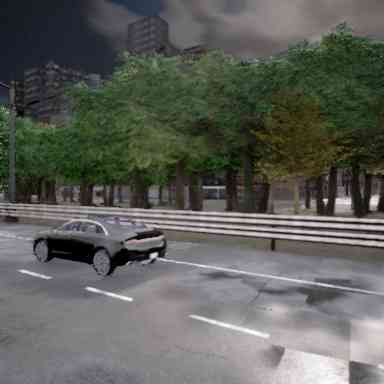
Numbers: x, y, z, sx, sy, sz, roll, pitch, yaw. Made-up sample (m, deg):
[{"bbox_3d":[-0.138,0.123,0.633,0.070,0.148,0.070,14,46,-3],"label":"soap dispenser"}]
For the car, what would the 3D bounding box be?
[{"bbox_3d":[-2.993,1.489,10.306,4.902,1.511,2.128,0,0,36],"label":"car"}]
